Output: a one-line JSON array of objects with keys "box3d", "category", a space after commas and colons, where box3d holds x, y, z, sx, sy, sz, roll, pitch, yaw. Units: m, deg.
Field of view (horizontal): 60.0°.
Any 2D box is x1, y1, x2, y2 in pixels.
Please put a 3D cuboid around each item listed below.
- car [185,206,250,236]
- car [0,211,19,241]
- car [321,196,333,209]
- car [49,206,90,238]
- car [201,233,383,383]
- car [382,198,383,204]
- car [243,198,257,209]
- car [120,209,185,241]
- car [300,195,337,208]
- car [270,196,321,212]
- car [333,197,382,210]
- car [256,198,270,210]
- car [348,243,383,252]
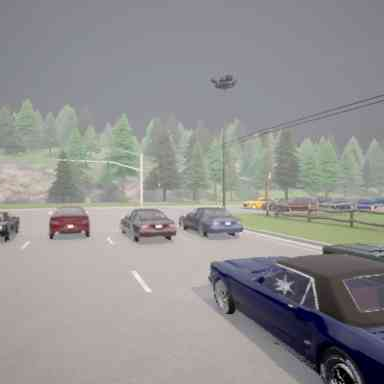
[{"box3d": [0.855, 1.548, 18.149, 2.033, 1.411, 5.357, 0, 0, -20], "category": "car"}, {"box3d": [-9.759, 1.601, 16.397, 1.895, 1.301, 4.718, 0, 0, -21], "category": "car"}, {"box3d": [19.500, 1.492, 43.958, 4.902, 1.511, 2.128, 0, 0, -19], "category": "car"}, {"box3d": [-6.633, 1.478, 17.980, 1.882, 1.535, 5.008, 0, 0, -21], "category": "car"}, {"box3d": [1.906, 1.601, 4.954, 1.895, 1.301, 4.718, 0, 0, -20], "category": "car"}, {"box3d": [27.669, 1.478, 50.469, 5.008, 1.535, 1.882, 0, 0, -19], "category": "car"}, {"box3d": [9.163, 1.478, 44.060, 5.008, 1.535, 1.882, 0, 0, -20], "category": "car"}, {"box3d": [-2.350, 1.548, 16.767, 2.033, 1.411, 5.357, 0, 0, -21], "category": "car"}, {"box3d": [17.866, 1.352, 47.095, 4.553, 1.767, 2.097, 0, 0, -19], "category": "car"}, {"box3d": [11.666, 1.352, 37.519, 4.553, 1.767, 2.097, 0, 0, -20], "category": "car"}, {"box3d": [20.103, 1.478, 40.464, 5.008, 1.535, 1.882, 0, 0, -19], "category": "car"}, {"box3d": [10.760, 1.526, 40.892, 4.674, 1.442, 1.812, 0, 0, -18], "category": "car"}, {"box3d": [4.925, 1.601, 6.903, 1.895, 1.301, 4.718, 0, 0, -20], "category": "car"}]
